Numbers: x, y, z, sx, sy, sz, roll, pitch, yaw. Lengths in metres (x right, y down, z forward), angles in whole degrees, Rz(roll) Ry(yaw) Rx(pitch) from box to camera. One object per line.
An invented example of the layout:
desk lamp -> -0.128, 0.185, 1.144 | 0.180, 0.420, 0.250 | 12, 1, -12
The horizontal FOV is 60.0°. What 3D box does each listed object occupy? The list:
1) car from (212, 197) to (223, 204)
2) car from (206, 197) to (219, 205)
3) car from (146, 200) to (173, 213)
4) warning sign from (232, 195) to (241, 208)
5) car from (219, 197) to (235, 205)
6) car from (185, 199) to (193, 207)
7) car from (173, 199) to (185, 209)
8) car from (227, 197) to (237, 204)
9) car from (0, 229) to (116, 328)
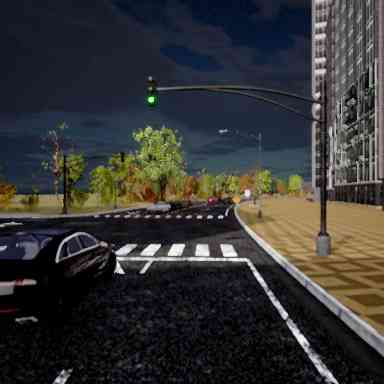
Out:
car -> 6.292, 1.957, 80.259 | 1.882, 1.535, 5.008 | 0, 0, 14
car -> 4.338, 1.773, 70.866 | 2.097, 1.767, 4.553 | 0, 0, 12
car -> -4.035, 1.833, 40.341 | 1.895, 1.301, 4.718 | 0, 0, 10
warning sign -> 6.438, 1.398, 47.920 | 1.300, 1.860, 1.060 | 0, 0, 8
car -> 7.457, 1.895, 69.813 | 1.882, 1.535, 5.008 | 0, 0, 12
car -> -1.123, 1.915, 60.179 | 1.994, 1.385, 4.181 | 0, 0, 10
car -> -2.730, 1.892, 50.201 | 1.895, 1.301, 4.718 | 0, 0, 8
car -> 9.585, 1.959, 80.072 | 1.882, 1.535, 5.008 | 0, 0, 14
car -> -2.992, 1.533, 7.055 | 2.128, 1.511, 4.902 | 0, 0, 1
